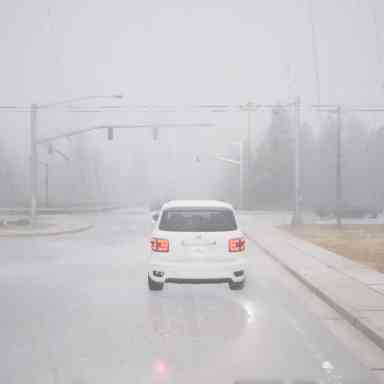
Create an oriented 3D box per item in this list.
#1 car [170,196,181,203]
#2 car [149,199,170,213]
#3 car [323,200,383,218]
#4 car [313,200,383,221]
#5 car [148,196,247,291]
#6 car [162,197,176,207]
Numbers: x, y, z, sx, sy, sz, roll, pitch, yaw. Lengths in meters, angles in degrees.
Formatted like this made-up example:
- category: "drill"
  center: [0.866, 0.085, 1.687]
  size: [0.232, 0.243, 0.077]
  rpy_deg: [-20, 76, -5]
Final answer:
- category: "car"
  center: [-3.390, 1.547, 69.224]
  size: [2.033, 1.411, 5.357]
  rpy_deg: [0, 0, 1]
- category: "car"
  center: [-3.597, 1.564, 37.727]
  size: [1.994, 1.385, 4.181]
  rpy_deg: [0, 0, -1]
- category: "car"
  center: [14.882, 1.518, 30.593]
  size: [4.902, 1.511, 2.128]
  rpy_deg: [0, 0, 1]
- category: "car"
  center: [12.322, 1.518, 26.889]
  size: [4.902, 1.511, 2.128]
  rpy_deg: [0, 0, 1]
- category: "car"
  center: [0.062, 1.218, 9.178]
  size: [2.150, 2.045, 5.566]
  rpy_deg: [0, 0, -2]
- category: "car"
  center: [-3.599, 1.564, 53.213]
  size: [1.994, 1.385, 4.181]
  rpy_deg: [0, 0, 0]
